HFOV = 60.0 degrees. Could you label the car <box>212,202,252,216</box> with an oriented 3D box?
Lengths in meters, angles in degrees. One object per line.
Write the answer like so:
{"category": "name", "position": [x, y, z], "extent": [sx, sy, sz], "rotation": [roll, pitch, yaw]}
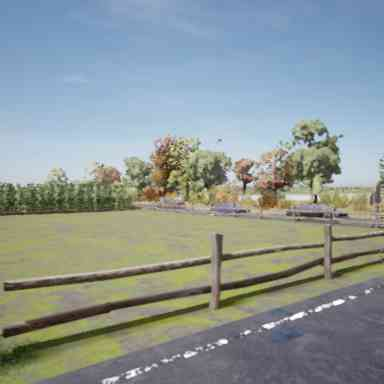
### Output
{"category": "car", "position": [4.360, 1.897, 38.114], "extent": [2.033, 1.411, 5.357], "rotation": [-1, 0, -35]}

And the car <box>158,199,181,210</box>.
{"category": "car", "position": [-3.947, 1.918, 53.459], "extent": [2.097, 1.767, 4.553], "rotation": [-1, 0, -21]}

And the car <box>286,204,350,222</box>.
{"category": "car", "position": [10.754, 1.742, 28.865], "extent": [2.033, 1.411, 5.357], "rotation": [-1, 0, -35]}

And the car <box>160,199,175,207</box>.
{"category": "car", "position": [-4.940, 2.169, 66.662], "extent": [2.128, 1.511, 4.902], "rotation": [-1, 0, -16]}

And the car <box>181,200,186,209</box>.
{"category": "car", "position": [-2.289, 2.099, 57.382], "extent": [1.812, 1.442, 4.674], "rotation": [-1, 0, -17]}
